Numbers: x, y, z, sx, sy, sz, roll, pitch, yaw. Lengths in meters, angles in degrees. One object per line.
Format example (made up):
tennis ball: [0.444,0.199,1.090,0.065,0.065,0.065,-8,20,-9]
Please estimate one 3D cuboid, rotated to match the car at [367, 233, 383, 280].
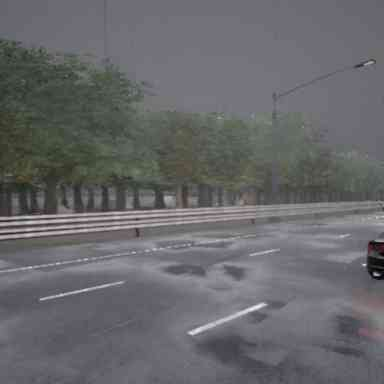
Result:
car: [6.482,1.506,9.045,5.008,1.535,1.882,0,-1,-43]
